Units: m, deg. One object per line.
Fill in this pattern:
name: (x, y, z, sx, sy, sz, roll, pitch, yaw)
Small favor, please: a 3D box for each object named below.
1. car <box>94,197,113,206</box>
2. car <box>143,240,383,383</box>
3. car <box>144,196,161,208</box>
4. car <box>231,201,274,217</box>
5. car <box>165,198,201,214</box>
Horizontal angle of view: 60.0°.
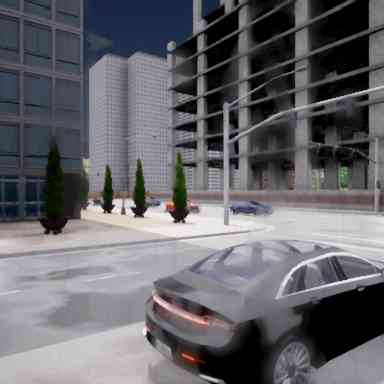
car: (-14.661, 1.544, 54.702, 2.128, 1.511, 4.902, 0, 0, -35)
car: (1.662, 1.491, 5.040, 4.902, 1.511, 2.128, 0, 0, -36)
car: (-6.420, 1.403, 49.250, 2.097, 1.767, 4.553, 0, 0, -36)
car: (5.776, 1.577, 32.459, 1.812, 1.442, 4.674, 0, 0, -36)
car: (-1.023, 1.403, 35.861, 2.097, 1.767, 4.553, 0, 0, -36)
